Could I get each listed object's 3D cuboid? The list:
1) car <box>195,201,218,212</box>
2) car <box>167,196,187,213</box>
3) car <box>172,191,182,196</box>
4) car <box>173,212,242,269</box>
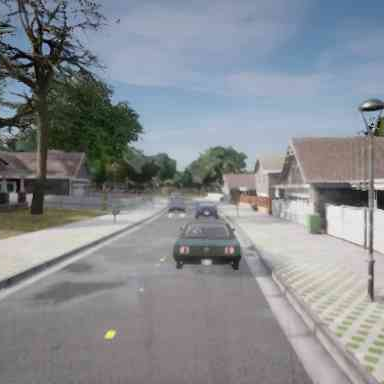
[{"bbox_3d":[1.242,1.499,28.619,1.812,1.442,4.674,0,0,2],"label":"car"},{"bbox_3d":[-1.579,1.500,35.962,2.033,1.411,5.357,0,0,0],"label":"car"},{"bbox_3d":[-3.532,0.653,77.245,2.150,2.045,5.566,0,0,-5],"label":"car"},{"bbox_3d":[0.513,1.591,11.141,1.895,1.301,4.718,0,0,3],"label":"car"}]
